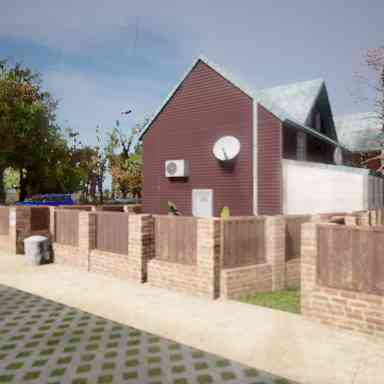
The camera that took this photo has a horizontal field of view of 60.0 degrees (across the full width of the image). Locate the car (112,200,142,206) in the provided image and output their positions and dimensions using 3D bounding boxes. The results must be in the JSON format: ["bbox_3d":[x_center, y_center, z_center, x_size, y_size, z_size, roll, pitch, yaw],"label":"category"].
[{"bbox_3d":[-4.793,1.416,27.609,2.097,1.767,4.553,0,0,36],"label":"car"}]

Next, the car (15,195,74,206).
[{"bbox_3d":[-14.000,1.288,31.818,2.150,2.045,5.566,0,0,36],"label":"car"}]
